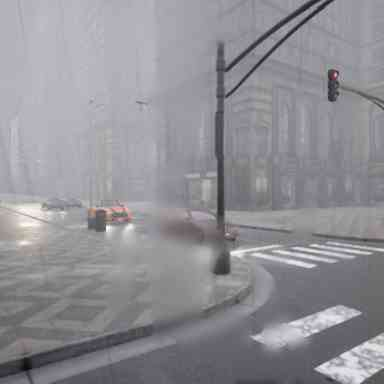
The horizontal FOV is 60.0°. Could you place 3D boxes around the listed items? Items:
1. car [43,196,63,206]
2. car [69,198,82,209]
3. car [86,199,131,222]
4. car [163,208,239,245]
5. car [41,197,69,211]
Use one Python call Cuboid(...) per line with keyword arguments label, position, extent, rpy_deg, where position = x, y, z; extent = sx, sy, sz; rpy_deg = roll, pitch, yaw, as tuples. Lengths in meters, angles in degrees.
Cuboid(label="car", position=(-21.862, 1.436, 52.200), extent=(1.812, 1.442, 4.674), rpy_deg=(0, 0, -35))
Cuboid(label="car", position=(-16.222, 1.479, 44.385), extent=(2.033, 1.411, 5.357), rpy_deg=(0, 0, -35))
Cuboid(label="car", position=(-6.331, 1.334, 25.071), extent=(2.097, 1.767, 4.553), rpy_deg=(0, 0, -35))
Cuboid(label="car", position=(0.229, 1.510, 15.699), extent=(1.812, 1.442, 4.674), rpy_deg=(0, 0, -32))
Cuboid(label="car", position=(-16.545, 1.457, 39.464), extent=(1.837, 1.490, 4.892), rpy_deg=(0, 0, -35))
